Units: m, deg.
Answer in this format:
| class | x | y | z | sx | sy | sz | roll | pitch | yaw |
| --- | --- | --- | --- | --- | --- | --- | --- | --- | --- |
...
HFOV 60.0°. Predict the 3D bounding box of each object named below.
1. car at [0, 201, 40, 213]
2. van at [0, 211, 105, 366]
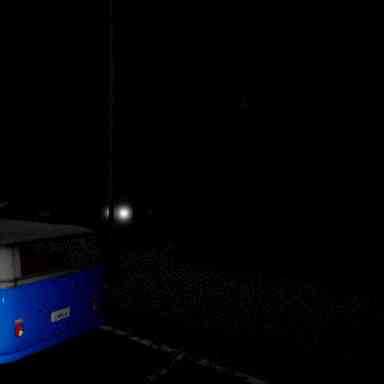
| class | x | y | z | sx | sy | sz | roll | pitch | yaw |
| --- | --- | --- | --- | --- | --- | --- | --- | --- | --- |
| car | -15.406 | 1.517 | 28.504 | 1.812 | 1.442 | 4.674 | 0 | 0 | 33 |
| van | -3.196 | 1.341 | 5.357 | 3.998 | 1.788 | 1.690 | 0 | 0 | 36 |
